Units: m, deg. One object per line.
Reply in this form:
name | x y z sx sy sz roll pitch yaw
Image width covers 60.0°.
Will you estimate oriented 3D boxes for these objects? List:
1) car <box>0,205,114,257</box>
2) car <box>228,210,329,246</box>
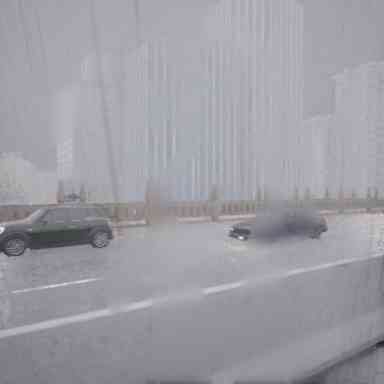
car | -5.479 1.352 12.977 4.553 1.767 2.097 0 0 -35
car | 4.225 1.548 15.595 5.357 1.411 2.033 0 0 -36
